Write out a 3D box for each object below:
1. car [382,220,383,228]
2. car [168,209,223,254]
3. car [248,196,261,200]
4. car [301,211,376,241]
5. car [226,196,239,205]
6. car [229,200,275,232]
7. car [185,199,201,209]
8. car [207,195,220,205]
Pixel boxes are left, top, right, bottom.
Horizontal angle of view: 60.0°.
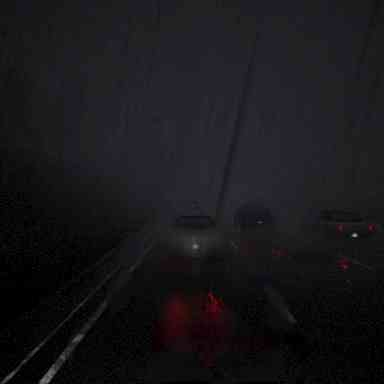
[{"bbox_3d":[10.602,1.596,14.840,1.895,1.301,4.718,0,0,0],"label":"car"},{"bbox_3d":[0.109,1.597,13.485,1.895,1.301,4.718,0,0,0],"label":"car"},{"bbox_3d":[10.628,1.489,56.882,1.837,1.490,4.892,0,0,0],"label":"car"},{"bbox_3d":[7.107,1.596,16.743,1.895,1.301,4.718,0,0,0],"label":"car"},{"bbox_3d":[7.130,1.462,58.401,1.882,1.535,5.008,0,0,0],"label":"car"},{"bbox_3d":[3.613,1.472,20.086,1.882,1.535,5.008,0,0,0],"label":"car"},{"bbox_3d":[0.122,1.553,40.863,1.994,1.385,4.181,0,0,0],"label":"car"},{"bbox_3d":[3.629,1.338,56.601,2.097,1.767,4.553,0,0,0],"label":"car"}]
